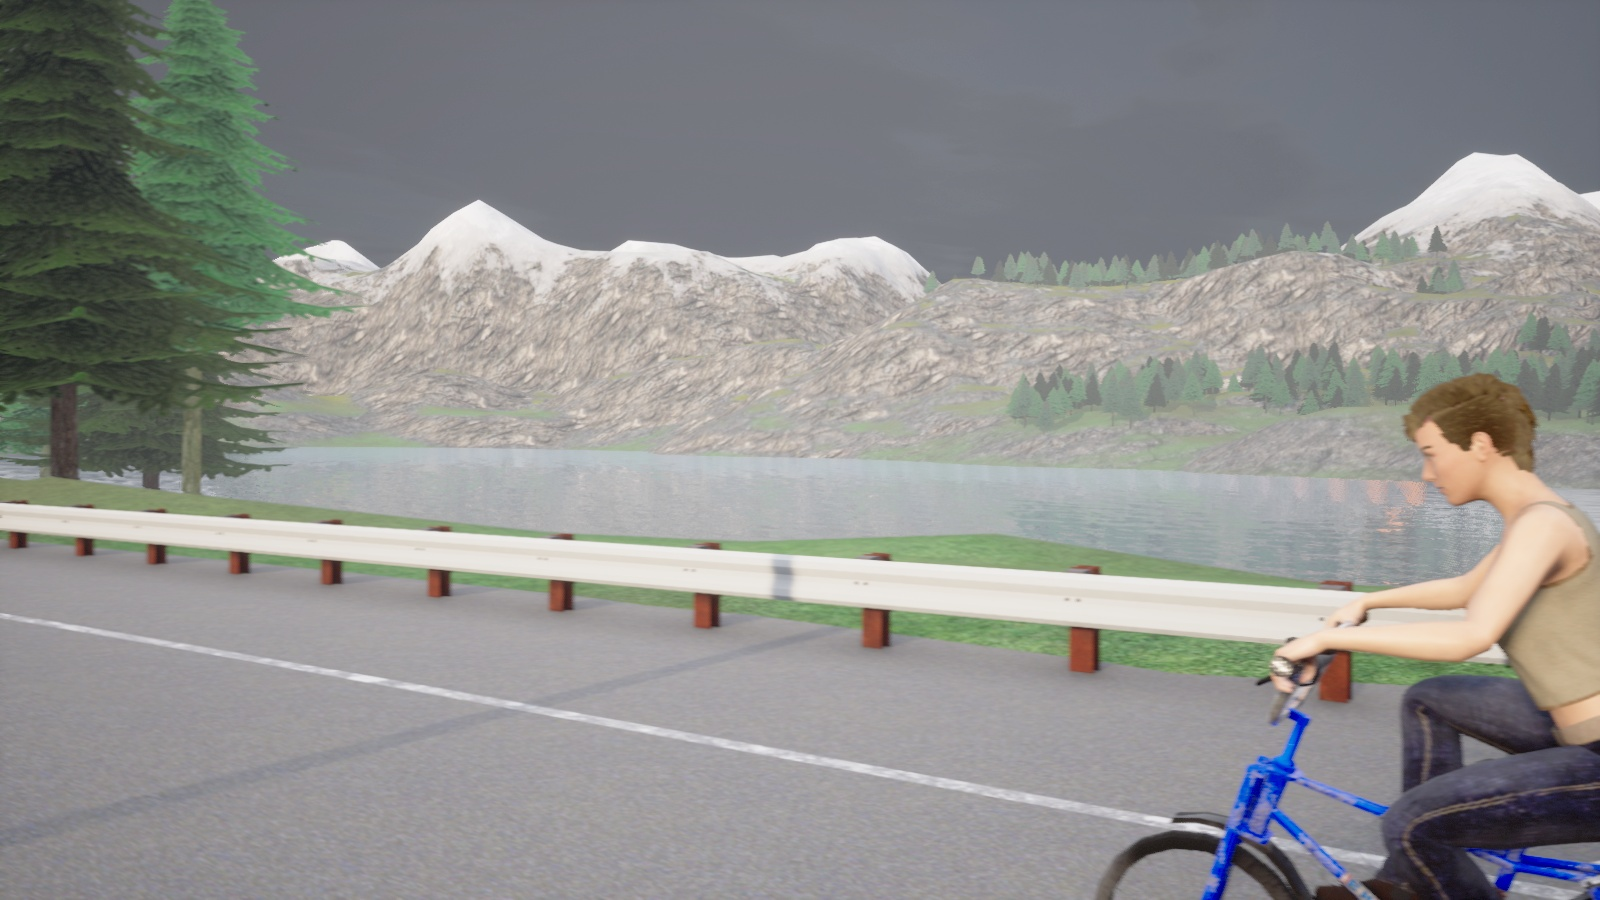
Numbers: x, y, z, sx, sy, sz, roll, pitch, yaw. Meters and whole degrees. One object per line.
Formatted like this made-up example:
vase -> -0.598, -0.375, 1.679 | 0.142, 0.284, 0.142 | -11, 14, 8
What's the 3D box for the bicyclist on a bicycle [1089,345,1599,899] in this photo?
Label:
bicyclist on a bicycle -> 1.492, 0.619, 2.626 | 1.509, 1.612, 0.866 | 0, 1, 34
